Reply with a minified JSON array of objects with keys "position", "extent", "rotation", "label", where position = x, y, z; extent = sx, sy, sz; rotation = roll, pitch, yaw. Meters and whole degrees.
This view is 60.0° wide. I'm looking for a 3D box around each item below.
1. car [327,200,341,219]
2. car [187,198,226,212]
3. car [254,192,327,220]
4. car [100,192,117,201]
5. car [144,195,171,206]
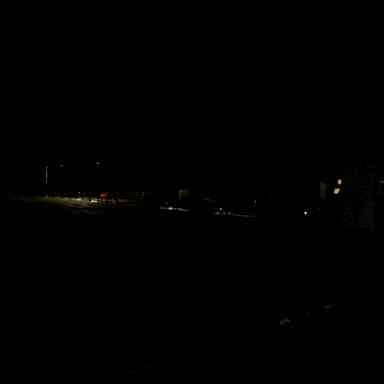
[{"position":[10.417,1.374,27.600],"extent":[2.128,1.511,4.902],"rotation":[1,0,-37],"label":"car"},{"position":[1.558,1.337,34.683],"extent":[1.895,1.301,4.718],"rotation":[1,0,-36],"label":"car"},{"position":[7.467,1.061,26.607],"extent":[2.150,2.045,5.566],"rotation":[1,0,-36],"label":"car"},{"position":[-15.971,0.757,63.654],"extent":[2.097,1.767,4.553],"rotation":[1,0,-34],"label":"car"},{"position":[-4.552,1.119,43.060],"extent":[2.128,1.511,4.902],"rotation":[1,0,-36],"label":"car"}]
